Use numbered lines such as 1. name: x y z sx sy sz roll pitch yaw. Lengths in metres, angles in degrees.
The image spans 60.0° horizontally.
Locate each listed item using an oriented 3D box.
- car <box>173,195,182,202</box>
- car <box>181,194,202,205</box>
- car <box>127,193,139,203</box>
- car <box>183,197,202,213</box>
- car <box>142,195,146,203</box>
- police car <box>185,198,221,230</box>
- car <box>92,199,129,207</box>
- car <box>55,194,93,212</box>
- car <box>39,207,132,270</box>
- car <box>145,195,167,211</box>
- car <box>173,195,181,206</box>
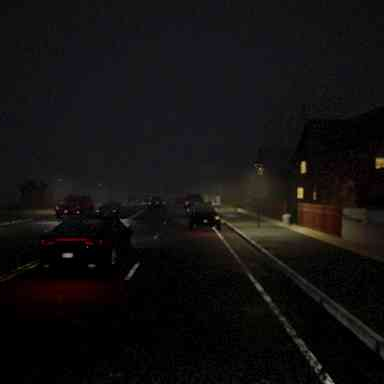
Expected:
1. car: -3.509 1.467 79.071 1.882 1.535 5.008 0 0 -5
2. car: 0.167 1.236 37.269 2.150 2.045 5.566 0 0 -2
3. car: -12.664 1.264 71.356 2.150 2.045 5.566 0 0 -4
4. car: 0.402 1.485 31.205 1.882 1.535 5.008 0 0 -2
5. car: -9.285 1.403 69.882 2.097 1.767 4.553 0 0 -4
6. police car: 0.701 1.429 21.253 1.930 1.638 5.238 0 0 -1
7. car: -7.128 1.539 29.405 1.812 1.442 4.674 0 0 -2
8. car: -10.398 1.239 29.950 2.150 2.045 5.566 0 0 -2
9. car: -3.241 1.481 11.057 1.882 1.535 5.008 0 0 -1
10. car: -4.110 1.370 40.374 2.097 1.767 4.553 0 0 -3
11. car: -1.701 1.378 54.868 2.097 1.767 4.553 0 0 -4
